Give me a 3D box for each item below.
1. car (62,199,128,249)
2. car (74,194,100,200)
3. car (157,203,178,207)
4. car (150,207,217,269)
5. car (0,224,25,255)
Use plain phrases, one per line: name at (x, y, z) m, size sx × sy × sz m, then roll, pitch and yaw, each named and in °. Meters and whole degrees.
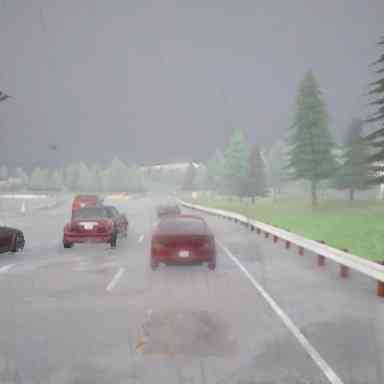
car at (-4.100, 1.355, 14.809) m, size 2.097 × 1.767 × 4.553 m, roll 0°, pitch 0°, yaw -4°
car at (-9.312, 1.229, 30.058) m, size 2.150 × 2.045 × 5.566 m, roll 0°, pitch 0°, yaw -8°
car at (-2.129, 1.594, 29.231) m, size 1.895 × 1.301 × 4.718 m, roll 0°, pitch 0°, yaw -8°
car at (-0.332, 1.474, 11.185) m, size 1.882 × 1.535 × 5.008 m, roll 0°, pitch 0°, yaw -3°
car at (-7.344, 1.575, 11.079) m, size 1.994 × 1.385 × 4.181 m, roll 0°, pitch 0°, yaw -3°
